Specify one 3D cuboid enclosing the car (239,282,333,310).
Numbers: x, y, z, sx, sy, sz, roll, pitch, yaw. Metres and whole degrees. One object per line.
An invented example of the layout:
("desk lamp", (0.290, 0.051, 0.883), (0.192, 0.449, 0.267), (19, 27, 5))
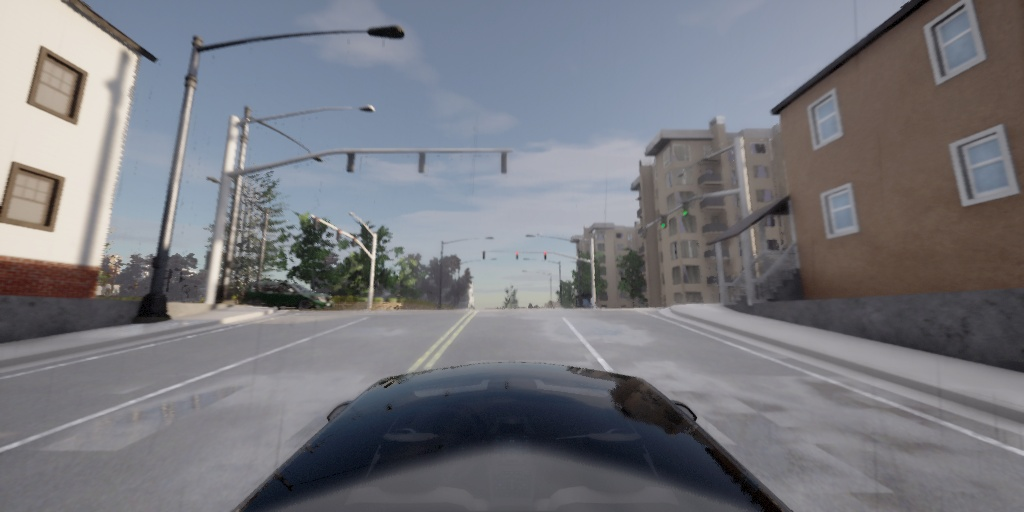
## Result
("car", (-15.118, 2.862, 24.211), (5.566, 2.045, 2.150), (1, -10, 0))
